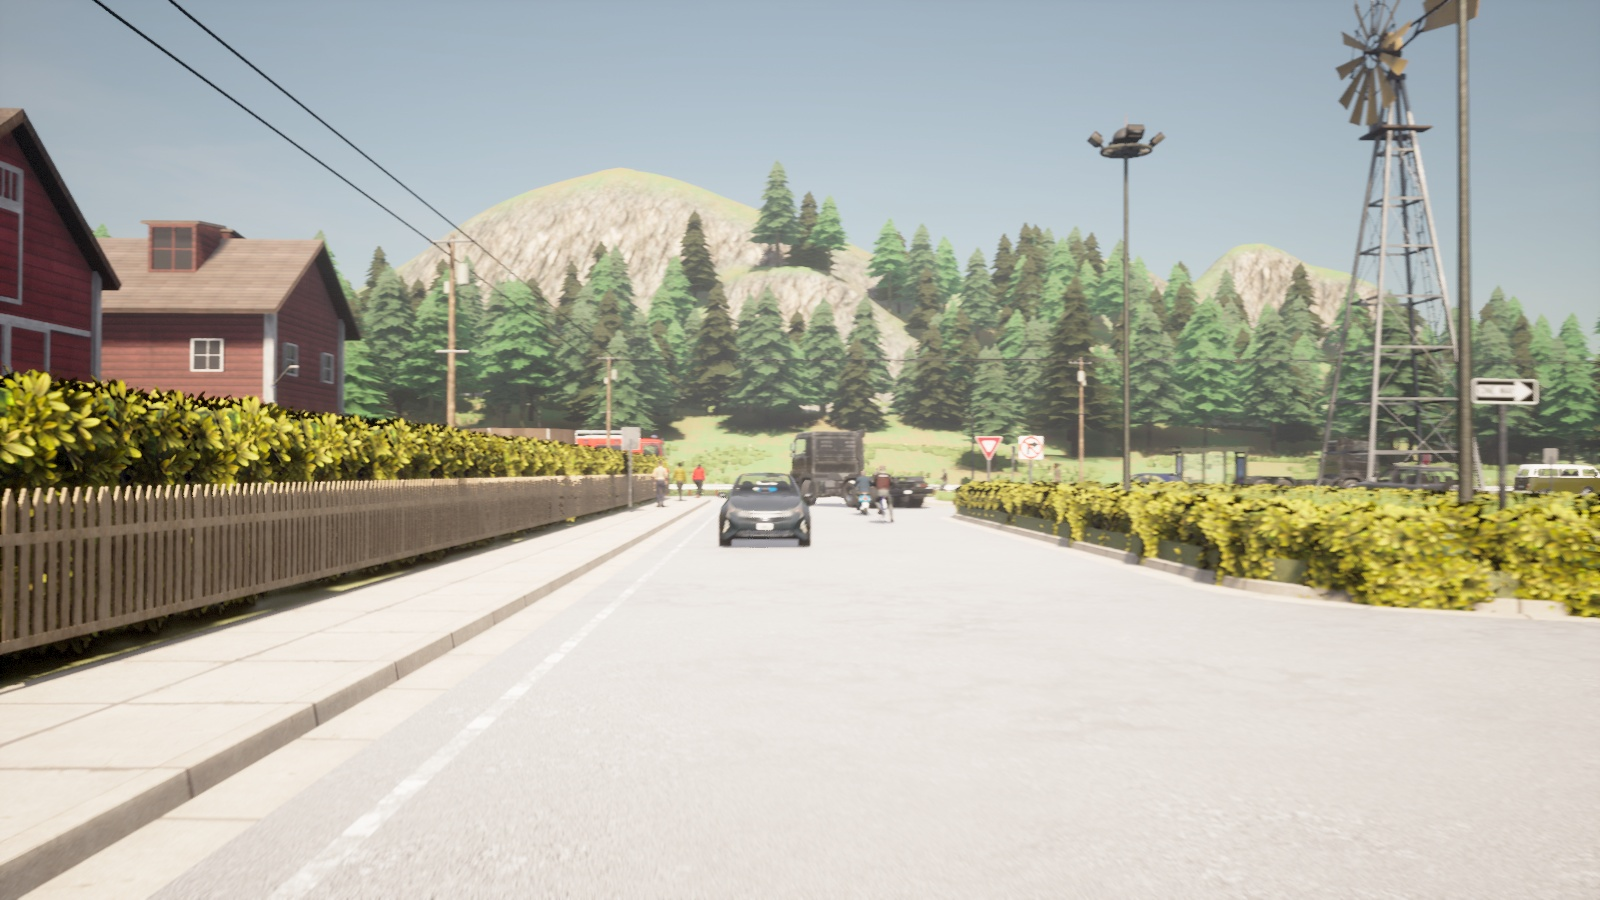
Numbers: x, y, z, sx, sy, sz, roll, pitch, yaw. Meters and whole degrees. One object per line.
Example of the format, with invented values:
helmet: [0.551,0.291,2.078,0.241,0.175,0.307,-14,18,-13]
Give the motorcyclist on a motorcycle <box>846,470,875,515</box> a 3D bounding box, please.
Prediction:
motorcyclist on a motorcycle: [2.153,1.499,44.676,0.866,1.590,1.817,0,-1,-2]

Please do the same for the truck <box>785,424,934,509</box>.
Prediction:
truck: [2.449,0.737,55.231,2.891,3.462,7.936,0,-1,-27]

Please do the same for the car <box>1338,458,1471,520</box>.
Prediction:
car: [19.507,1.199,40.752,1.932,1.855,4.605,0,0,-3]

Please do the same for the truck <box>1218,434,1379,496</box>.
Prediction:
truck: [28.247,0.853,71.381,7.936,3.462,2.891,0,-1,-1]

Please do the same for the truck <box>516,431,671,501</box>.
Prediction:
truck: [-11.566,0.896,70.769,8.468,3.827,2.891,0,-1,-8]

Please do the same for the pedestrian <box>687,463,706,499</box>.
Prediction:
pedestrian: [-5.343,1.578,64.680,0.634,1.844,0.899,-1,-1,20]

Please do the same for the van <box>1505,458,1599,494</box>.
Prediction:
van: [43.131,1.479,71.744,4.480,2.038,2.069,0,-1,-1]

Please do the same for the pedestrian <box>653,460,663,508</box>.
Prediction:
pedestrian: [-5.448,1.304,48.162,0.345,1.836,0.594,0,-1,-1]

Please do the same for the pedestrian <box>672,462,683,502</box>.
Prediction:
pedestrian: [-5.666,1.469,58.029,0.431,1.840,0.709,0,-1,-10]

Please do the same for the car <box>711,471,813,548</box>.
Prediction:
car: [-0.817,1.219,27.179,2.007,1.525,4.514,0,-1,-2]

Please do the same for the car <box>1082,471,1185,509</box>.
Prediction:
car: [13.438,1.593,50.681,3.633,1.501,1.845,-1,-1,31]
